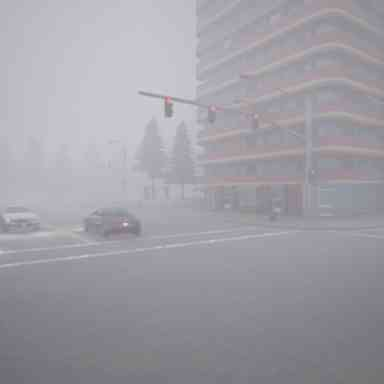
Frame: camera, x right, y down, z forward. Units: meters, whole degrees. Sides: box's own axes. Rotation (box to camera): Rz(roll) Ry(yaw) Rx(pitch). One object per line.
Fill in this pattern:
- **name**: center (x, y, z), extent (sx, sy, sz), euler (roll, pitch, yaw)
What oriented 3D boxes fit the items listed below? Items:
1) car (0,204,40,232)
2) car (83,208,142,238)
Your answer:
- **car**: center (-10.572, 1.504, 20.205), extent (1.812, 1.442, 4.674), euler (-1, 0, -35)
- **car**: center (-4.298, 1.514, 17.563), extent (1.994, 1.385, 4.181), euler (0, 0, -34)
